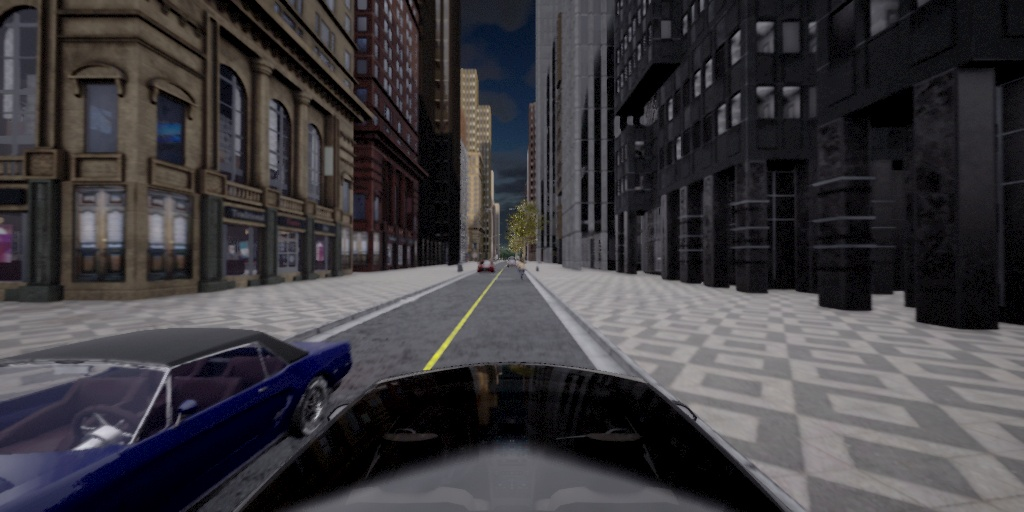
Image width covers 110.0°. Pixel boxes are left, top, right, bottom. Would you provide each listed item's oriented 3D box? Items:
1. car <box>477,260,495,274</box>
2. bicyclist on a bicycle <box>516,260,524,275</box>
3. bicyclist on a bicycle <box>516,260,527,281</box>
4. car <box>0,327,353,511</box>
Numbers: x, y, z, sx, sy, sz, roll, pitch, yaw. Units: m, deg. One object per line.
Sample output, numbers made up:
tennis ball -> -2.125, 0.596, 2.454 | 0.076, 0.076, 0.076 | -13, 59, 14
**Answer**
car -> -3.068, 1.275, 43.036 | 1.882, 1.535, 5.008 | 0, 0, 0
bicyclist on a bicycle -> 0.849, 1.220, 38.612 | 0.866, 1.612, 1.509 | 0, 0, 0
bicyclist on a bicycle -> 0.847, 1.199, 29.751 | 0.866, 1.612, 1.509 | 0, 0, 0
car -> -3.099, 1.351, 2.654 | 1.895, 1.301, 4.718 | 0, 0, 0
